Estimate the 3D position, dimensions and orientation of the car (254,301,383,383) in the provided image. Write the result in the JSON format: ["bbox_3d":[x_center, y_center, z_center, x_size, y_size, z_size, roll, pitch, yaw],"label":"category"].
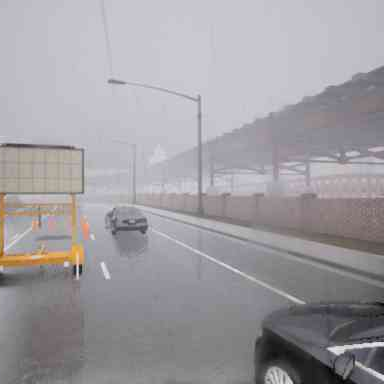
[{"bbox_3d":[2.145,1.490,1.870,2.128,1.511,4.902,0,0,-19],"label":"car"}]

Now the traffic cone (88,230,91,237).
[{"bbox_3d":[-5.227,1.955,16.553,0.340,0.580,0.340,0,0,-19],"label":"traffic cone"}]

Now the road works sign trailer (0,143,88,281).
[{"bbox_3d":[-4.321,0.465,9.453,2.380,3.560,2.880,0,0,-19],"label":"road works sign trailer"}]

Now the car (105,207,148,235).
[{"bbox_3d":[-3.836,1.546,18.973,2.033,1.411,5.357,0,0,-19],"label":"car"}]

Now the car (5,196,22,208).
[{"bbox_3d":[-25.026,1.348,46.455,2.097,1.767,4.553,0,0,-22],"label":"car"}]
